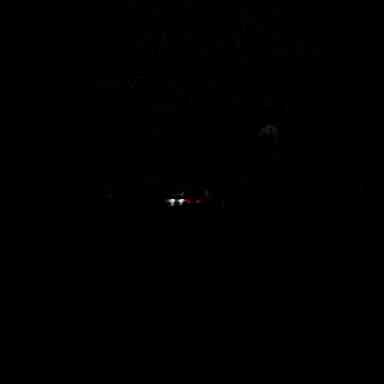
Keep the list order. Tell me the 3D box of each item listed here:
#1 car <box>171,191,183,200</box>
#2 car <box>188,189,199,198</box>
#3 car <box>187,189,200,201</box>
[{"bbox_3d":[-2.489,0.535,57.895,1.812,1.442,4.674,0,1,0],"label":"car"},{"bbox_3d":[0.285,0.268,63.670,2.097,1.767,4.553,0,1,0],"label":"car"},{"bbox_3d":[0.243,0.603,53.685,1.812,1.442,4.674,0,1,0],"label":"car"}]
